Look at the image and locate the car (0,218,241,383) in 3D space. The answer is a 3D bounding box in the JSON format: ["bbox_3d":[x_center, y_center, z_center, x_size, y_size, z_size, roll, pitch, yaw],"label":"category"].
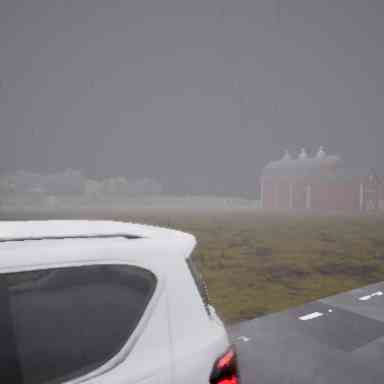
[{"bbox_3d":[-2.265,1.212,1.335,5.566,2.045,2.150,1,0,-35],"label":"car"}]
